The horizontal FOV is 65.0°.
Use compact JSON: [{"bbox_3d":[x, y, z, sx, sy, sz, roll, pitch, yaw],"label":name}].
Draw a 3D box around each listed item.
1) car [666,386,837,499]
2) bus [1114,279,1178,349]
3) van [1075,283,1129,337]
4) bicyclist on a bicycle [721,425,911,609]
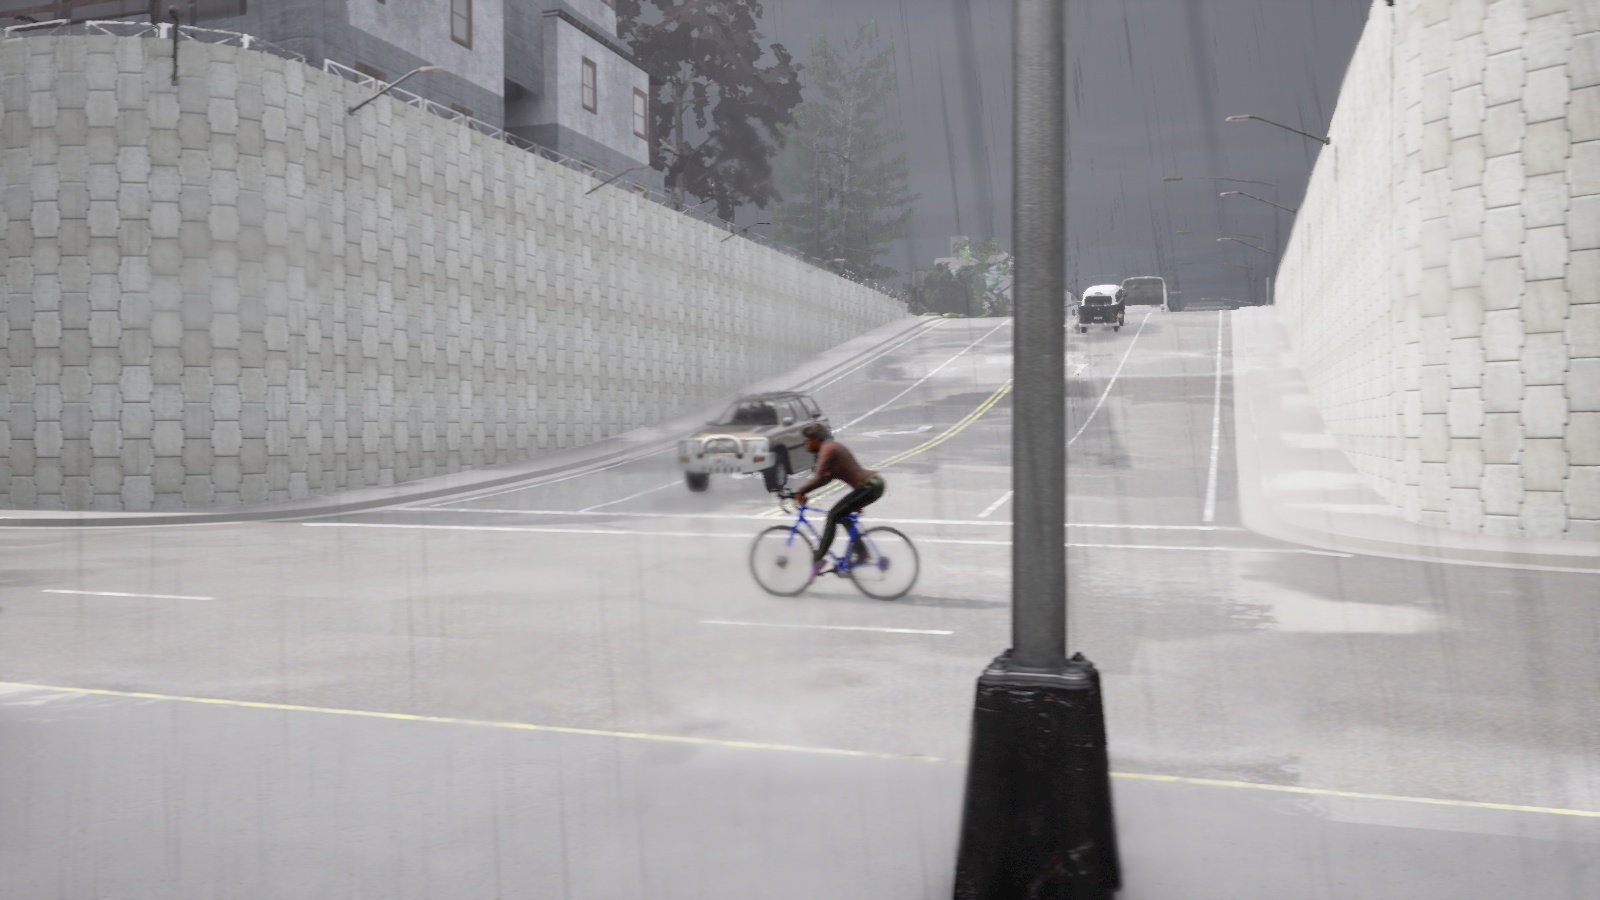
[{"bbox_3d":[-0.863,-0.241,25.771,1.932,1.855,4.605,0,6,19],"label":"car"},{"bbox_3d":[25.840,-9.948,93.311,3.944,4.253,10.273,1,1,19],"label":"bus"},{"bbox_3d":[14.322,-6.650,59.442,2.069,2.038,4.480,1,12,19],"label":"van"},{"bbox_3d":[0.149,0.581,11.582,1.656,1.620,0.582,0,1,19],"label":"bicyclist on a bicycle"}]
